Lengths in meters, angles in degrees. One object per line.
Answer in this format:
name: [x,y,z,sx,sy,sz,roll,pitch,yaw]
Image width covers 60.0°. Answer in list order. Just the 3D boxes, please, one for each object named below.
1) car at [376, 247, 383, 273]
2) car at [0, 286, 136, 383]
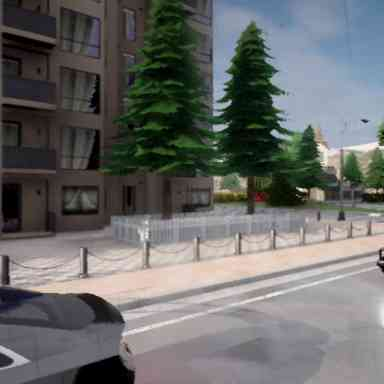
car: [6.878,1.606,8.793,4.718,1.301,1.895,0,0,-35]
car: [-2.740,1.492,2.021,4.902,1.511,2.128,0,0,-35]
